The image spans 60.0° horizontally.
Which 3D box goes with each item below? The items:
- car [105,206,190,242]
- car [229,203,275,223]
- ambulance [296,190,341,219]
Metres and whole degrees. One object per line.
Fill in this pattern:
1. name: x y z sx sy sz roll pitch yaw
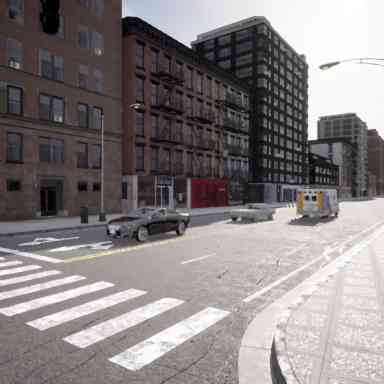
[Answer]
1. car: -2.044 1.475 16.541 2.128 1.511 4.902 0 0 36
2. car: 4.753 1.579 25.955 1.895 1.301 4.718 0 0 36
3. ambulance: 11.312 1.010 29.323 2.351 2.431 6.366 0 0 36
